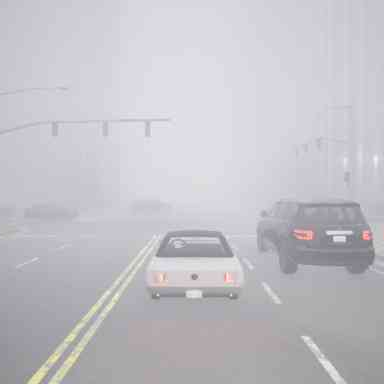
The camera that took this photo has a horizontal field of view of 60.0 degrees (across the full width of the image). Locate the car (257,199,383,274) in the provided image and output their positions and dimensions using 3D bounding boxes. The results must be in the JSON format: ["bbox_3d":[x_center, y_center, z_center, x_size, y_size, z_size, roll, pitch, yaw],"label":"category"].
[{"bbox_3d":[3.583,1.222,10.723,2.150,2.045,5.566,0,0,0],"label":"car"}]

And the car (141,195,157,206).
[{"bbox_3d":[-7.040,1.352,55.236,2.097,1.767,4.553,0,0,0],"label":"car"}]

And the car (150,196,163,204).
[{"bbox_3d":[-6.971,1.547,65.756,2.033,1.411,5.357,0,0,1],"label":"car"}]

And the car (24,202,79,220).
[{"bbox_3d":[-11.564,1.564,27.541,4.181,1.385,1.994,0,0,-1],"label":"car"}]

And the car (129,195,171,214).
[{"bbox_3d":[-4.499,1.477,36.082,1.882,1.535,5.008,1,1,44],"label":"car"}]

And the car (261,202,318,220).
[{"bbox_3d":[8.054,1.564,27.723,4.181,1.385,1.994,0,0,-1],"label":"car"}]

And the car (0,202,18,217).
[{"bbox_3d":[-18.849,1.491,30.976,4.902,1.511,2.128,0,0,-1],"label":"car"}]

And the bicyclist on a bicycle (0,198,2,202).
[{"bbox_3d":[-26.380,1.301,45.389,0.582,1.620,1.656,0,0,-1],"label":"bicyclist on a bicycle"}]

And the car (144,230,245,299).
[{"bbox_3d":[0.067,1.601,8.369,1.895,1.301,4.718,0,0,1],"label":"car"}]
